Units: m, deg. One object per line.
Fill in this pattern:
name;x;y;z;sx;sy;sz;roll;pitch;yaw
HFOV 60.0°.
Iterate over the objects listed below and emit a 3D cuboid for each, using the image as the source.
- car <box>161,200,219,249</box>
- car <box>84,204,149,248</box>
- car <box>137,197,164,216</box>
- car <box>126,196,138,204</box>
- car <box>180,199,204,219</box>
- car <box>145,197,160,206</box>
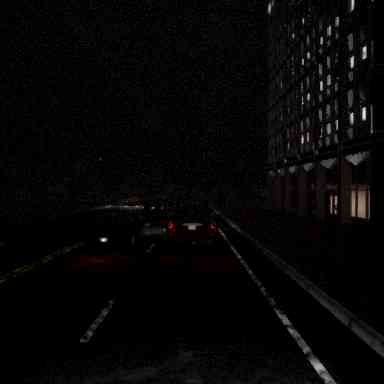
car;0.000;1.359;14.622;2.097;1.767;4.553;0;0;0
car;-3.250;1.509;14.653;1.837;1.490;4.892;0;0;0
car;-3.250;1.348;29.624;2.097;1.767;4.553;0;0;0
car;-9.750;1.458;55.657;1.882;1.535;5.008;0;0;0
car;0.000;1.467;29.654;1.882;1.535;5.008;0;0;0
car;-6.500;1.547;55.657;1.994;1.385;4.181;0;0;0
